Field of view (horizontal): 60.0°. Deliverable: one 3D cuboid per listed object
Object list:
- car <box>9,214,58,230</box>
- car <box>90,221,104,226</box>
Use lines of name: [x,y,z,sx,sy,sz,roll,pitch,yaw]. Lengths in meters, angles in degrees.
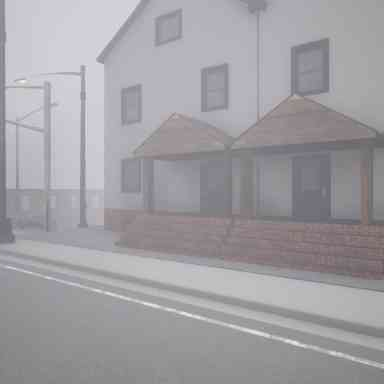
car: [-14.051,2.655,29.306,1.994,1.385,4.181,0,-9,36]
car: [-8.950,3.820,36.397,2.097,1.767,4.553,0,-12,35]
